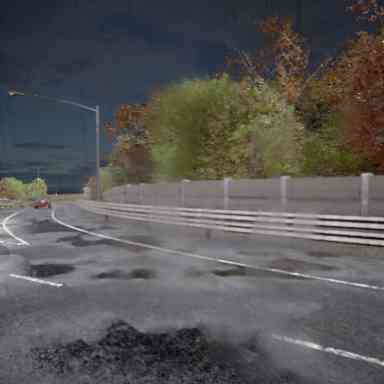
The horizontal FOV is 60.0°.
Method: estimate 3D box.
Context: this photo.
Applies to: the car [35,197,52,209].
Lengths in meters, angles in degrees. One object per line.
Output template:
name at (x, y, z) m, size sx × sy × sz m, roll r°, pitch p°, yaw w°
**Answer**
car at (-22.171, 1.533, 49.750) m, size 2.097 × 1.767 × 4.553 m, roll 0°, pitch -1°, yaw -20°
